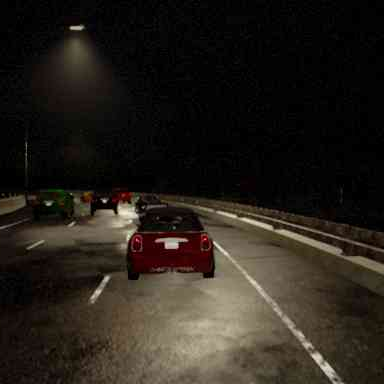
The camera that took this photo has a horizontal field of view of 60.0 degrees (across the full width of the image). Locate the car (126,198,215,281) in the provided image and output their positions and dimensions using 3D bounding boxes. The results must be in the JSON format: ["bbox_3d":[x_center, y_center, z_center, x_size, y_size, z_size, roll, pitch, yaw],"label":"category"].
[{"bbox_3d":[-0.656,1.206,9.667,2.097,1.767,4.553,0,1,-5],"label":"car"}]

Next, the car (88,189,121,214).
[{"bbox_3d":[-7.673,0.798,29.034,2.150,2.045,5.566,0,1,-15],"label":"car"}]

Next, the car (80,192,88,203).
[{"bbox_3d":[-14.896,0.778,47.939,1.882,1.535,5.008,0,0,-26],"label":"car"}]

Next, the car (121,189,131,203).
[{"bbox_3d":[-10.022,0.547,45.864,2.150,2.045,5.566,0,1,-24],"label":"car"}]

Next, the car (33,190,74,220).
[{"bbox_3d":[-10.170,0.864,24.777,2.150,2.045,5.566,0,1,-13],"label":"car"}]

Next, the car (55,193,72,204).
[{"bbox_3d":[-17.733,0.839,45.767,1.837,1.490,4.892,0,0,-26],"label":"car"}]

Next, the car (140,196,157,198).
[{"bbox_3d":[-3.655,1.097,27.569,1.837,1.490,4.892,0,1,-15],"label":"car"}]

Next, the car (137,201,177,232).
[{"bbox_3d":[-1.923,1.284,18.828,1.994,1.385,4.181,0,1,-4],"label":"car"}]
